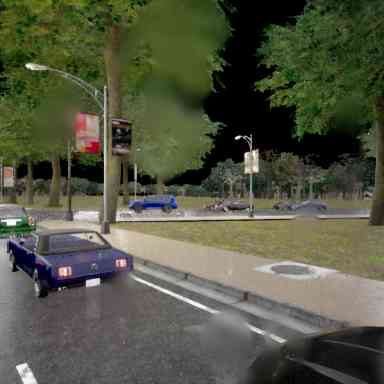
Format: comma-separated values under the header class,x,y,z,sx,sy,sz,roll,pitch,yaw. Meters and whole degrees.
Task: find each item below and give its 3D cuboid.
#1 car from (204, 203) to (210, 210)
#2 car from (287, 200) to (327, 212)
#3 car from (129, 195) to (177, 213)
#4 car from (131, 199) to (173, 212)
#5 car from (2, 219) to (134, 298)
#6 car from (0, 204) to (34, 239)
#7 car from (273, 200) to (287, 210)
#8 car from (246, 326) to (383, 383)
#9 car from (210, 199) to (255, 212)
class,x,y,z,sx,sy,sz,roll,pitch,yaw
car,3.867,1.708,43.696,4.674,1.442,1.812,0,0,-15
car,15.230,1.775,43.283,4.674,1.442,1.812,0,0,-14
car,-4.446,1.352,38.186,5.566,2.045,2.150,0,0,-15
car,-4.971,1.623,41.405,4.902,1.511,2.128,0,0,-14
car,-3.428,1.601,8.687,1.895,1.301,4.718,0,0,-38
car,-8.941,1.352,15.787,2.097,1.767,4.553,0,0,-38
car,13.443,1.806,46.178,4.181,1.385,1.994,0,0,-15
car,2.368,1.478,1.232,1.882,1.535,5.008,0,0,-38
car,5.235,1.678,40.696,4.902,1.511,2.128,0,0,-14
